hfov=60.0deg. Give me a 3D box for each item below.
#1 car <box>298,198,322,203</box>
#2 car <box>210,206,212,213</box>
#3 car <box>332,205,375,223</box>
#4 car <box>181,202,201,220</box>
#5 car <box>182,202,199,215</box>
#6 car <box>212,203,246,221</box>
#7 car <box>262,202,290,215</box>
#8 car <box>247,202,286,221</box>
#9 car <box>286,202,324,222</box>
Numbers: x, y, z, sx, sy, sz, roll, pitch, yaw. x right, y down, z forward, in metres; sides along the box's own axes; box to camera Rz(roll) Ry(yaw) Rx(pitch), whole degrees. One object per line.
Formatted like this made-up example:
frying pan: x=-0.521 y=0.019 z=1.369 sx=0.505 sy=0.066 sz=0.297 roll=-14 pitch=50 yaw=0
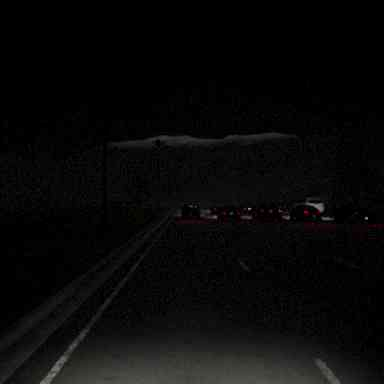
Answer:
car: x=13.839 y=1.720 z=39.769 sx=2.150 sy=2.045 sz=5.566 roll=0 pitch=0 yaw=0
car: x=3.315 y=2.133 z=42.421 sx=1.895 sy=1.301 sz=4.718 roll=0 pitch=-1 yaw=0
car: x=13.911 y=1.866 z=28.952 sx=1.837 sy=1.490 sz=4.892 roll=0 pitch=0 yaw=0
car: x=-0.117 y=1.911 z=33.327 sx=2.128 sy=1.511 sz=4.902 roll=0 pitch=-1 yaw=0
car: x=-0.186 y=2.034 z=43.075 sx=2.128 sy=1.511 sz=4.902 roll=0 pitch=-1 yaw=-1
car: x=3.396 y=1.940 z=31.277 sx=2.033 sy=1.411 sz=5.357 roll=0 pitch=-1 yaw=-1
car: x=10.325 y=2.008 z=41.212 sx=2.128 sy=1.511 sz=4.902 roll=0 pitch=-1 yaw=0
car: x=6.894 y=1.741 z=31.145 sx=2.097 sy=1.767 sz=4.553 roll=0 pitch=-1 yaw=0
car: x=10.396 y=1.909 z=30.680 sx=1.812 sy=1.442 sz=4.674 roll=0 pitch=-1 yaw=0
